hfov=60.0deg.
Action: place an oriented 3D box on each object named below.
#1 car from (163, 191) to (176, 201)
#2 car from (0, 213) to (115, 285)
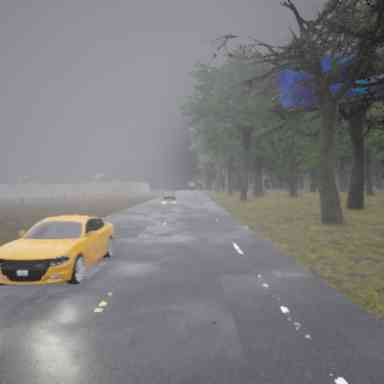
[{"bbox_3d":[-3.569,0.636,53.494,1.882,1.535,5.008,0,1,0],"label":"car"},{"bbox_3d":[-3.601,1.426,9.559,1.882,1.535,5.008,0,1,0],"label":"car"}]
